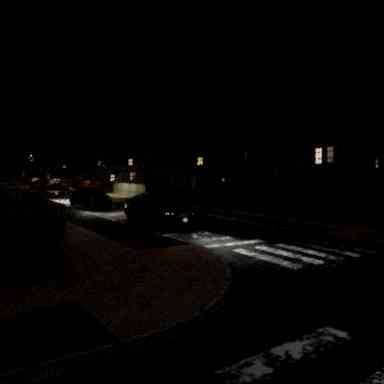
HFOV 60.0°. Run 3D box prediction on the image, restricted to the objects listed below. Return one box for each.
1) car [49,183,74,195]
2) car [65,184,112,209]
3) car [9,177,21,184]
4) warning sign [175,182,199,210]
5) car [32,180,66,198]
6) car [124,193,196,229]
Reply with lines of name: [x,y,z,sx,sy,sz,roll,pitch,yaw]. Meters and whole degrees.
car: [-16.748,-0.446,42.569,1.895,1.301,4.718,0,2,-36]
car: [-7.553,0.353,24.682,1.882,1.535,5.008,0,2,-36]
car: [-42.373,-2.867,79.731,2.097,1.767,4.553,-3,3,-36]
warning sign: [-0.363,0.260,23.790,1.300,1.860,1.060,-3,2,-36]
car: [-14.776,-0.220,34.774,2.128,1.511,4.902,0,2,-36]
car: [-1.695,0.842,16.508,2.128,1.511,4.902,0,2,-36]
